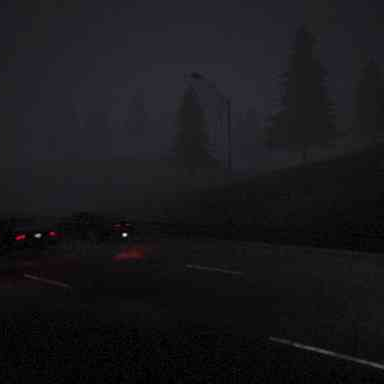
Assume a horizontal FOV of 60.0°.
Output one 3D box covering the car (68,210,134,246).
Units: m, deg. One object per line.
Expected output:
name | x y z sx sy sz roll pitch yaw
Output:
car | -4.940 1.641 16.104 4.892 1.490 1.837 0 0 35

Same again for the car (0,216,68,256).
car | -7.771 1.695 13.825 5.357 1.411 2.033 -1 0 35
